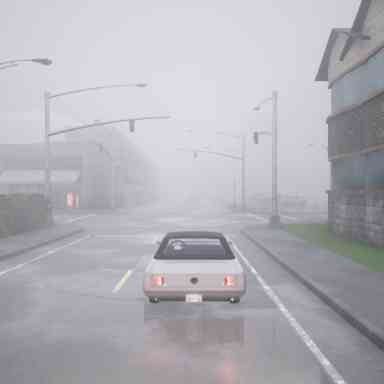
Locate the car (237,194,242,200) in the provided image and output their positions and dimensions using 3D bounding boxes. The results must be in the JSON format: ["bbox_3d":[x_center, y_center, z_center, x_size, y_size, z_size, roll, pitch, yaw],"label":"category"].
[{"bbox_3d":[13.920,1.389,88.803,3.633,1.501,1.845,0,0,0],"label":"car"}]

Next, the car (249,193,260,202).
[{"bbox_3d":[14.189,1.092,67.314,3.866,1.878,1.905,0,0,0],"label":"car"}]

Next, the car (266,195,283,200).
[{"bbox_3d":[21.339,1.400,85.821,3.806,1.475,1.970,0,0,0],"label":"car"}]

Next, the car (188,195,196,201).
[{"bbox_3d":[0.031,1.530,82.047,1.994,1.385,4.181,0,0,0],"label":"car"}]

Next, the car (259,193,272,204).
[{"bbox_3d":[14.186,1.169,54.519,5.027,1.636,2.152,0,0,0],"label":"car"}]

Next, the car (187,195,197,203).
[{"bbox_3d":[0.027,1.350,71.954,2.097,1.767,4.553,0,0,0],"label":"car"}]

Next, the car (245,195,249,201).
[{"bbox_3d":[13.777,1.113,70.219,4.605,1.855,1.932,0,0,0],"label":"car"}]

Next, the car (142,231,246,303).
[{"bbox_3d":[0.061,1.601,8.134,1.895,1.301,4.718,0,0,1],"label":"car"}]

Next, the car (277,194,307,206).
[{"bbox_3d":[14.507,1.248,48.102,3.806,1.475,1.970,0,0,0],"label":"car"}]
